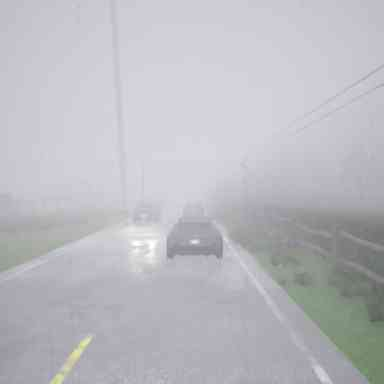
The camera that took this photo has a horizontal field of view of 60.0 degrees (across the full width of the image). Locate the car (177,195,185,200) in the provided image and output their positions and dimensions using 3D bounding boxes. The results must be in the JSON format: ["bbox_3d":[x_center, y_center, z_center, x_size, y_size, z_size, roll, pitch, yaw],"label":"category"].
[{"bbox_3d":[-3.056,1.524,91.621,1.837,1.490,4.892,0,0,-2],"label":"car"}]

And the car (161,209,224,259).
[{"bbox_3d":[0.096,1.568,12.705,1.994,1.385,4.181,0,0,0],"label":"car"}]

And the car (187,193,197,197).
[{"bbox_3d":[0.254,1.301,89.006,2.097,1.767,4.553,0,0,-2],"label":"car"}]

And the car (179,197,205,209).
[{"bbox_3d":[0.130,1.500,30.070,2.128,1.511,4.902,0,0,0],"label":"car"}]

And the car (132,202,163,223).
[{"bbox_3d":[-3.270,1.499,25.198,2.128,1.511,4.902,0,0,0],"label":"car"}]
